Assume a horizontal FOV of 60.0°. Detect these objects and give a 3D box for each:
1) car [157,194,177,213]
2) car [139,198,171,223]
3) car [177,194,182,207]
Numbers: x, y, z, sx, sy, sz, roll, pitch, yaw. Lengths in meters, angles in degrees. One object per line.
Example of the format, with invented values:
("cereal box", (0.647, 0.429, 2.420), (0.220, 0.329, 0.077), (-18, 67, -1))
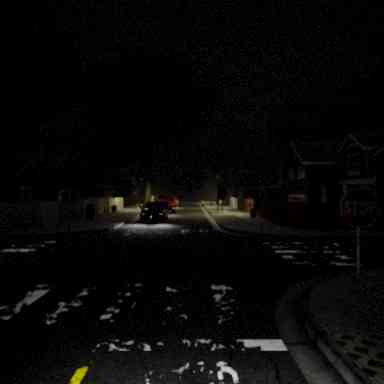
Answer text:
("car", (-2.961, 1.227, 36.755), (2.150, 2.045, 5.566), (0, 0, -3))
("car", (-2.909, 1.505, 25.976), (1.837, 1.490, 4.892), (0, 0, 0))
("car", (-2.953, 1.489, 50.528), (1.882, 1.535, 5.008), (0, 0, 0))
